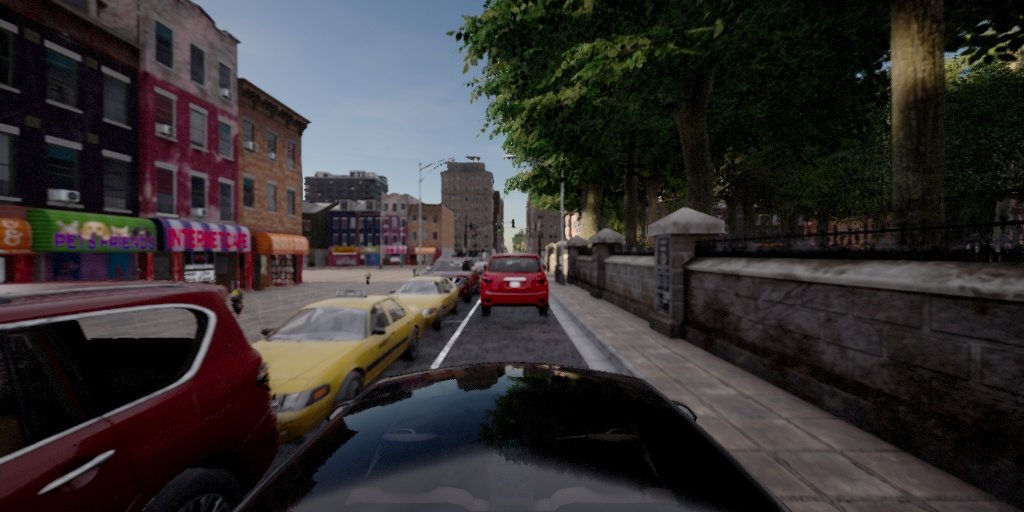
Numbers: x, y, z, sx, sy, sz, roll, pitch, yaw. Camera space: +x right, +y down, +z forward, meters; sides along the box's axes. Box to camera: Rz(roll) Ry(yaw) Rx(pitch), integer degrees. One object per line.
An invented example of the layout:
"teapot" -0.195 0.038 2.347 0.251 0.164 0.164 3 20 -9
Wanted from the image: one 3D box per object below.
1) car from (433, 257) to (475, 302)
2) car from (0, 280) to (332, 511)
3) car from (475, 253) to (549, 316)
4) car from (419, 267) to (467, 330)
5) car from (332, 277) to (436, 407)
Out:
"car" -2.639 0.963 16.348 2.192 1.841 5.009 0 0 0
"car" -2.645 1.073 0.537 2.192 1.841 5.009 0 0 0
"car" 0.101 0.893 13.185 2.150 2.045 5.566 0 1 0
"car" -2.641 1.210 10.908 1.751 1.417 4.829 0 0 0
"car" -2.643 1.247 5.637 1.751 1.417 4.829 0 0 0
